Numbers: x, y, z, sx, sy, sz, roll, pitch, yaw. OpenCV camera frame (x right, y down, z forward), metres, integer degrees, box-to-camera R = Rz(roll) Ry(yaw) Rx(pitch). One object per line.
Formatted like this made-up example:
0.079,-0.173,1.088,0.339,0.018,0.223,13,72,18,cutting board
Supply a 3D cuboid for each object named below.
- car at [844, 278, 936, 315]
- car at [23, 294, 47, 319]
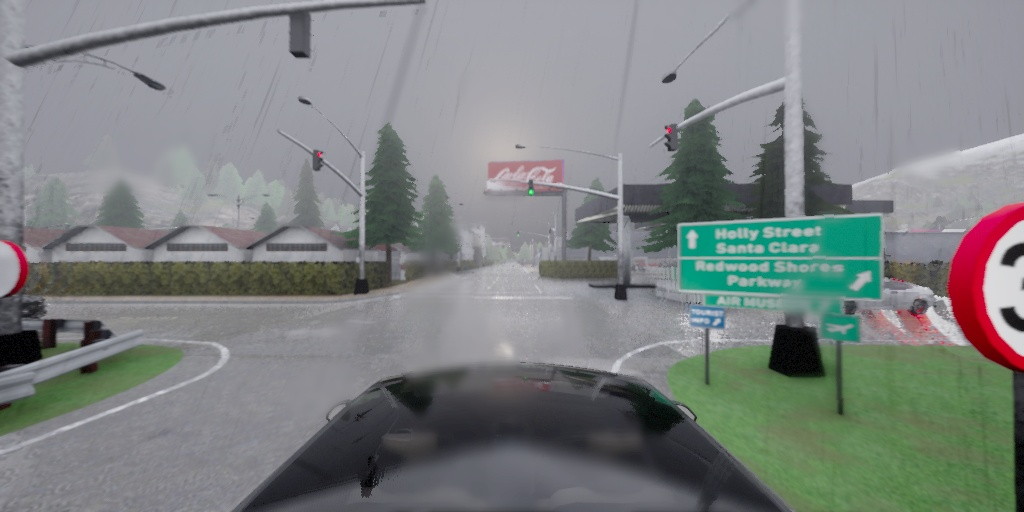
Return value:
14.789,1.637,14.997,4.674,1.442,1.812,0,-1,0,car
-18.395,1.543,11.689,5.008,1.535,1.882,0,-1,1,car
